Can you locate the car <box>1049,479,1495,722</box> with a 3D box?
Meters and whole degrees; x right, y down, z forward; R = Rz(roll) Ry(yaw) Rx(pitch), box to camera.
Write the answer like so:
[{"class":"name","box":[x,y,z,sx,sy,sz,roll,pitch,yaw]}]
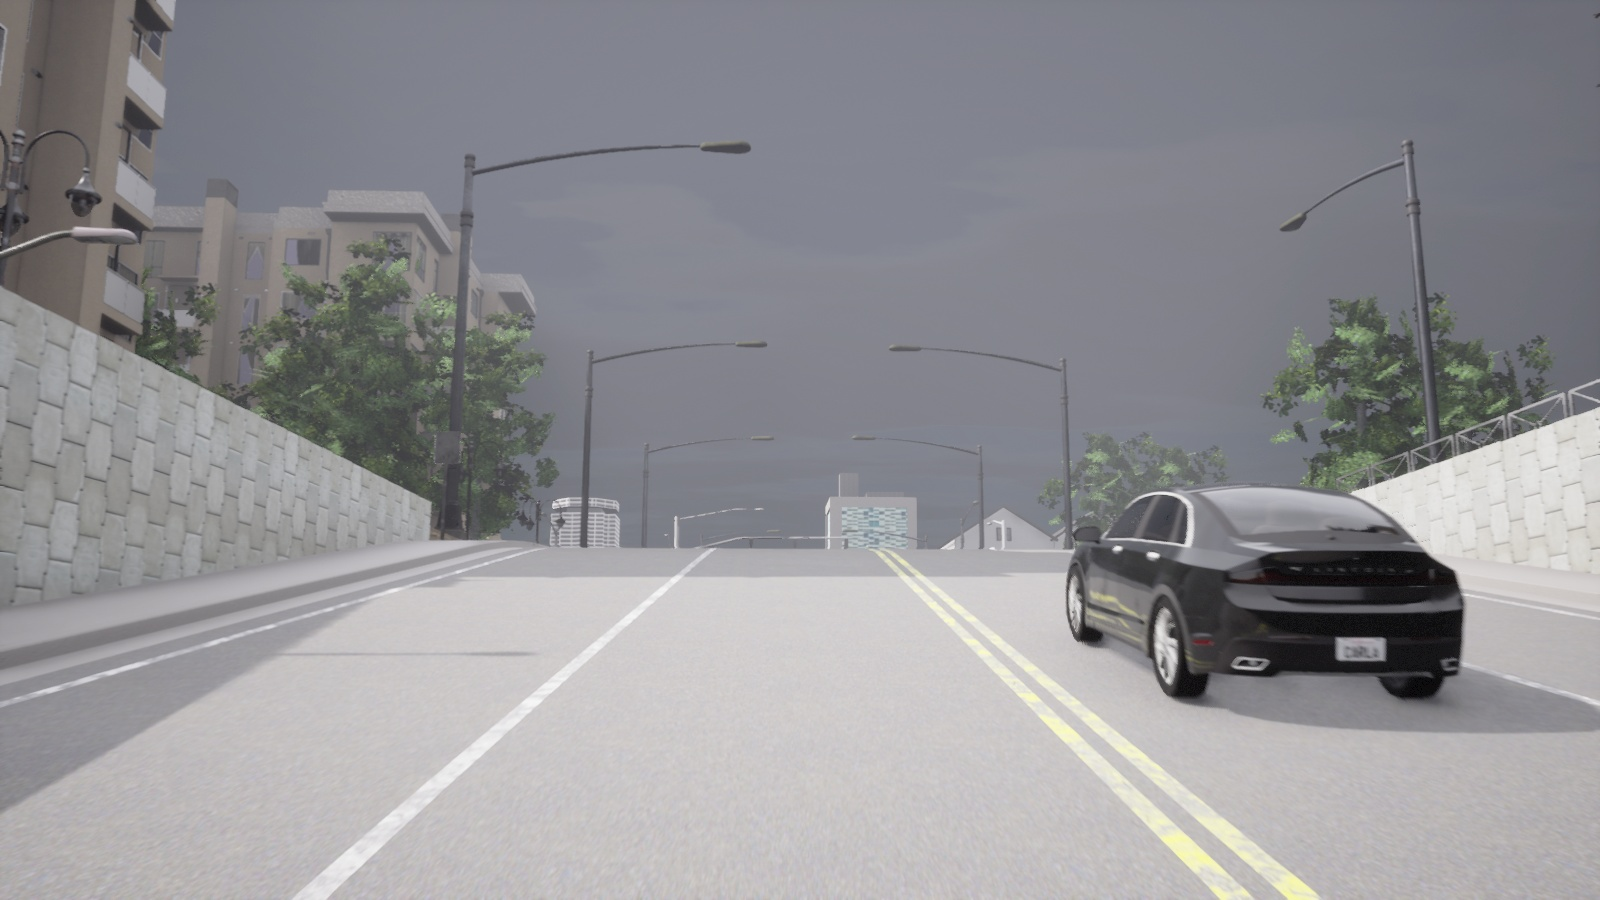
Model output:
[{"class":"car","box":[3.474,1.010,10.404,1.837,1.490,4.892,0,-1,0]}]
